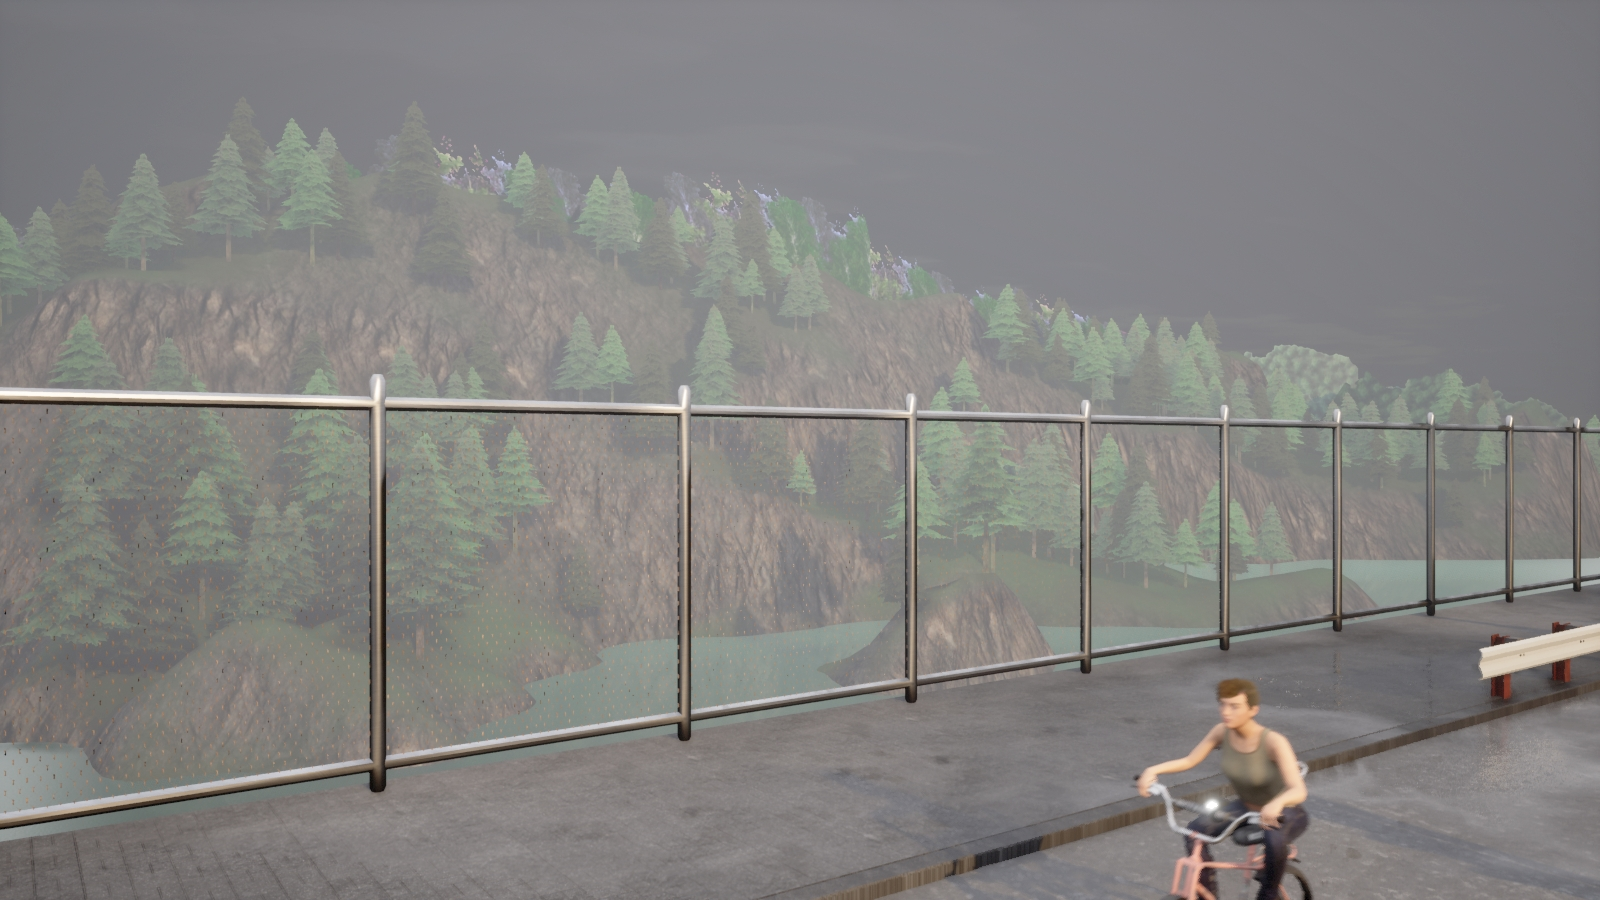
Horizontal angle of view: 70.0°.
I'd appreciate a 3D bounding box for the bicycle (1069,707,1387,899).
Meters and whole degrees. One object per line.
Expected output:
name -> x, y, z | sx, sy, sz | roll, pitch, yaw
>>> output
bicycle -> 2.237, 2.154, 5.945 | 1.487, 1.276, 0.859 | 0, 0, -35
